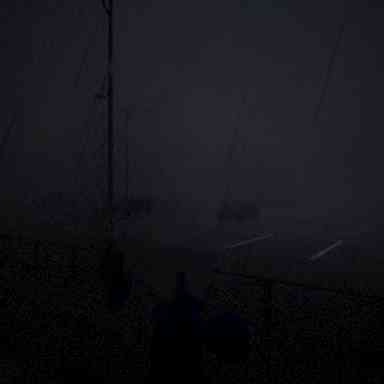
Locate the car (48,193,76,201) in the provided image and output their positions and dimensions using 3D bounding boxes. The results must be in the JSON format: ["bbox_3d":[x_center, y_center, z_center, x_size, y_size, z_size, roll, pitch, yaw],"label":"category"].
[{"bbox_3d":[-25.598,0.878,65.728,2.128,1.511,4.902,0,0,35],"label":"car"}]

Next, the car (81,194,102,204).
[{"bbox_3d":[-14.770,1.000,48.252,2.007,1.523,4.514,0,0,35],"label":"car"}]

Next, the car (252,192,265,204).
[{"bbox_3d":[8.191,0.936,41.152,1.905,1.878,3.866,0,0,35],"label":"car"}]

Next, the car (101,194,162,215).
[{"bbox_3d":[-5.047,1.143,28.335,2.007,1.523,4.514,0,0,35],"label":"car"}]

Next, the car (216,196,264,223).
[{"bbox_3d":[3.110,1.235,22.562,1.845,1.501,3.633,0,0,35],"label":"car"}]

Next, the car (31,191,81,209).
[{"bbox_3d":[-14.835,0.854,36.069,1.932,1.855,4.605,0,0,35],"label":"car"}]

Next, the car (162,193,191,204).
[{"bbox_3d":[-2.284,0.923,48.499,2.152,1.636,5.027,0,0,35],"label":"car"}]

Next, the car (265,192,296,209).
[{"bbox_3d":[10.807,0.977,39.821,1.932,1.855,4.605,0,0,35],"label":"car"}]
